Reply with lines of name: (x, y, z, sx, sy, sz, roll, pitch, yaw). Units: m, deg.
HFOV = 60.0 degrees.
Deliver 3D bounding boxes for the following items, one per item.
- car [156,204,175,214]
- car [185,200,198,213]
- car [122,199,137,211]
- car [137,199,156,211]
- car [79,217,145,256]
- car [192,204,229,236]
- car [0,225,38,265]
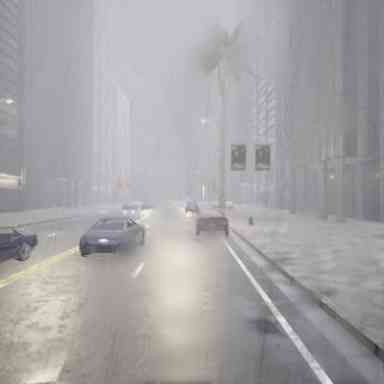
car: (-3.156, 2.133, 42.917, 1.895, 1.301, 4.718, 0, -1, 0)
car: (0.050, 2.139, 46.218, 1.994, 1.385, 4.181, 0, -1, 0)
car: (-9.816, 2.226, 53.057, 1.994, 1.385, 4.181, 0, -1, 0)
car: (-6.581, 1.988, 50.983, 2.097, 1.767, 4.553, 0, -1, 0)
car: (-3.151, 1.730, 13.844, 1.994, 1.385, 4.181, 0, -1, 0)
car: (1.135, 1.724, 20.339, 1.882, 1.535, 5.008, 0, -1, 0)
car: (-6.603, 1.721, 10.049, 1.895, 1.301, 4.718, 0, -1, 0)
